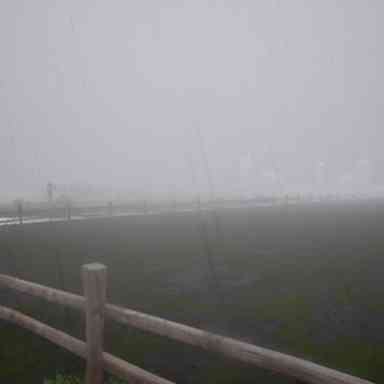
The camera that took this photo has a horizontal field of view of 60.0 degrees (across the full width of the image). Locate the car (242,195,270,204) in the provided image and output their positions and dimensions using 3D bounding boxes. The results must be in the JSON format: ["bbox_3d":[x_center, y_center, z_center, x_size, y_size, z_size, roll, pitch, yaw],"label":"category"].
[{"bbox_3d":[10.327,1.156,53.275,5.357,1.411,2.033,-1,1,-44],"label":"car"}]
